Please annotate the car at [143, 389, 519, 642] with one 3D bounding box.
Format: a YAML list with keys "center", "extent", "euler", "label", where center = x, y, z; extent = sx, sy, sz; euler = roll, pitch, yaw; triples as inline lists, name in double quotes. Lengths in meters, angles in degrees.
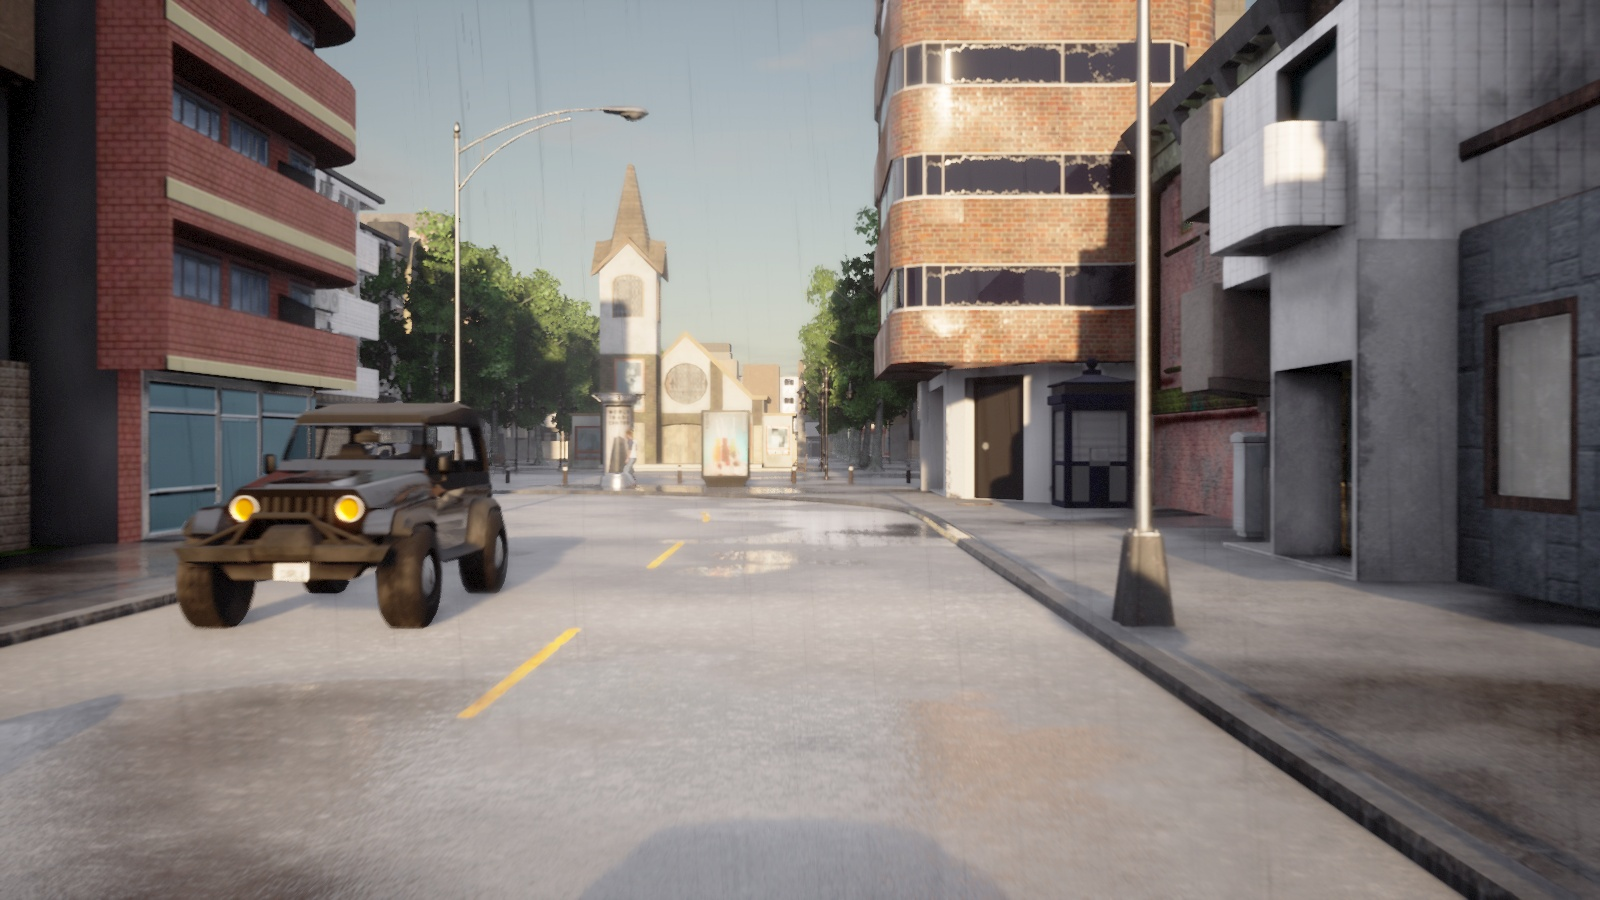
- center: [-3.920, 0.476, 11.268]
  extent: [1.905, 1.878, 3.866]
  euler: [0, 0, 0]
  label: "car"

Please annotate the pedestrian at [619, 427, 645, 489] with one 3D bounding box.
- center: [-5.073, 0.239, 37.862]
  extent: [0.706, 1.836, 0.354]
  euler: [0, 0, 14]
  label: "pedestrian"
